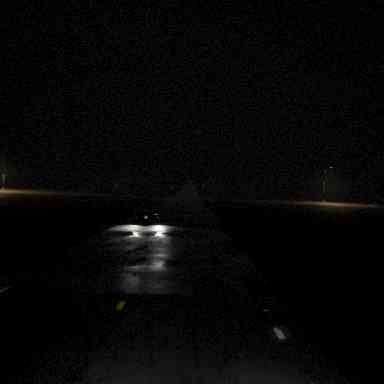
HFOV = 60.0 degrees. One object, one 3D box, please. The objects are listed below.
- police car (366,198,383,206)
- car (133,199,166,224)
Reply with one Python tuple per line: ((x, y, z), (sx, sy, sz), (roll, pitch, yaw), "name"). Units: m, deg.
((39.076, 1.991, 69.137), (5.238, 1.638, 1.930), (2, 1, 0), "police car")
((-2.809, 1.256, 22.714), (1.837, 1.490, 4.892), (1, 1, 0), "car")
